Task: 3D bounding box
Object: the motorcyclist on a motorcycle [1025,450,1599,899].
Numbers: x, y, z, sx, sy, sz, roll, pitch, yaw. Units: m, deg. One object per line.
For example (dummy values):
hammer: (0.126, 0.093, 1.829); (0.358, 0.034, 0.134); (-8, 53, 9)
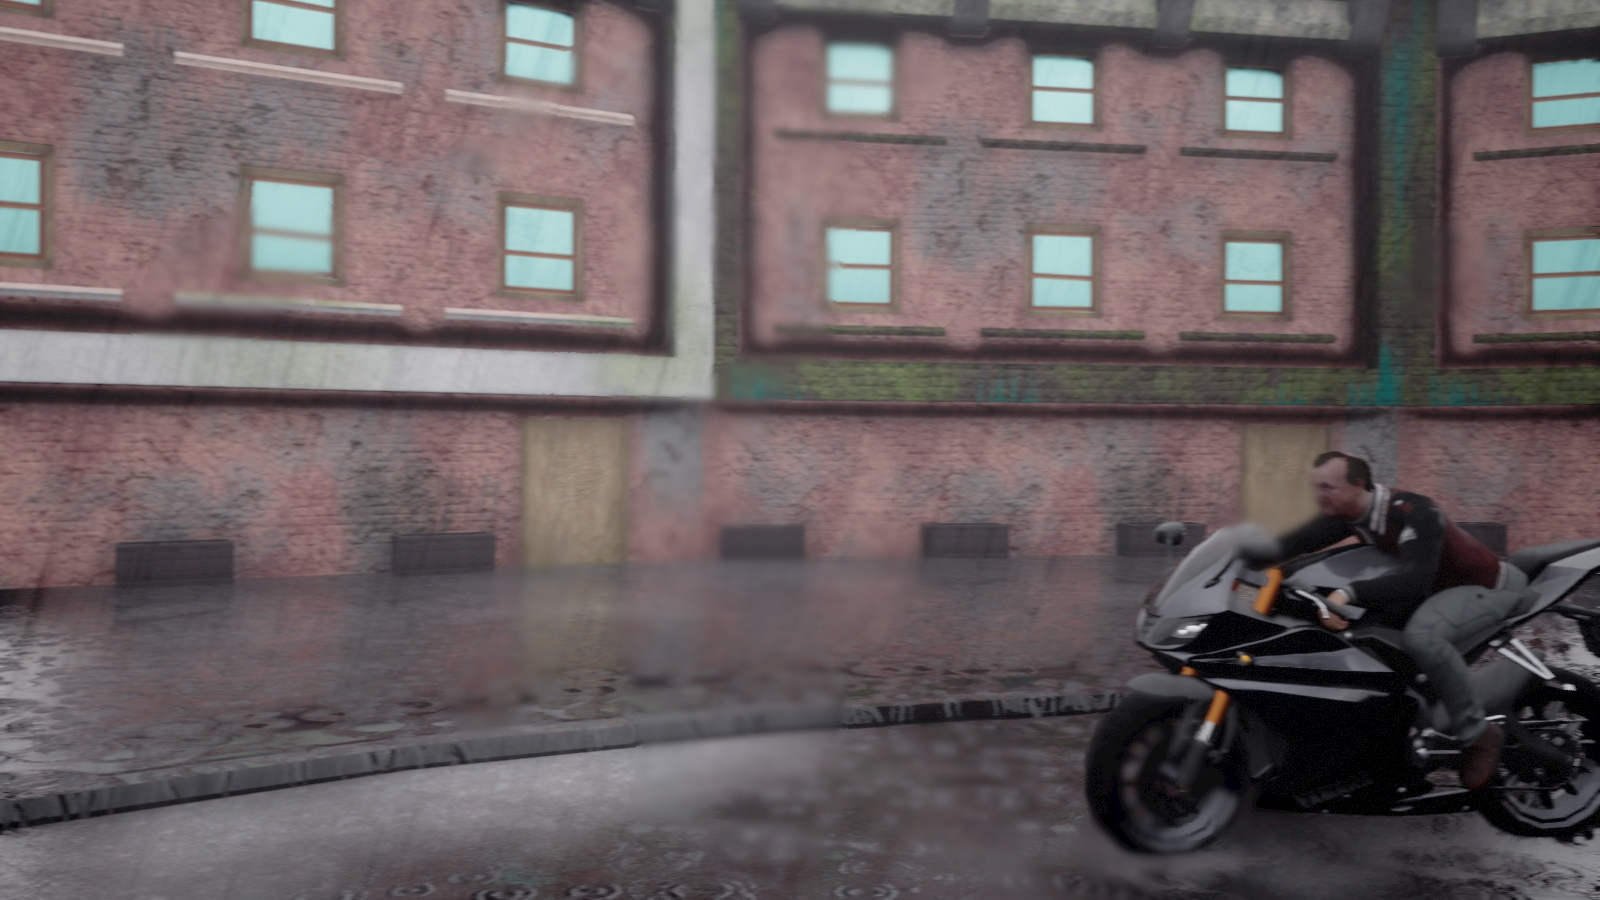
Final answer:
motorcyclist on a motorcycle: (2.054, 0.773, 4.765); (2.191, 1.530, 0.866); (0, 1, -9)
